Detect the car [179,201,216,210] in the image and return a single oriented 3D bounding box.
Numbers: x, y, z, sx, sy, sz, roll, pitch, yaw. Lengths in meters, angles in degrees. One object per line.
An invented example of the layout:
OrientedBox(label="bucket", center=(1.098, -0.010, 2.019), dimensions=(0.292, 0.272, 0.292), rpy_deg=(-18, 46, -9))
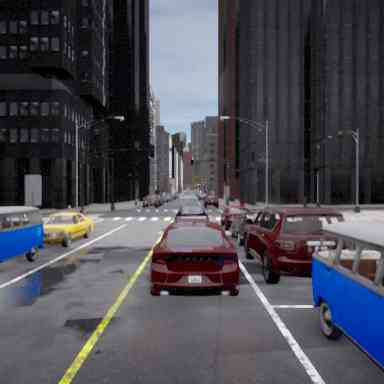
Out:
OrientedBox(label="car", center=(-0.008, 1.485, 19.082), dimensions=(2.128, 1.511, 4.902), rpy_deg=(0, 0, 0))

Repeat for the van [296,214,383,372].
OrientedBox(label="van", center=(2.761, 1.339, 3.957), dimensions=(1.690, 1.788, 3.998), rpy_deg=(0, 0, 0))

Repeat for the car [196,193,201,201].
OrientedBox(label="car", center=(2.710, 1.597, 87.081), dimensions=(1.887, 1.381, 4.507), rpy_deg=(0, 0, 0))

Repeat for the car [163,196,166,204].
OrientedBox(label="car", center=(-5.797, 1.317, 53.223), dimensions=(2.192, 1.841, 5.009), rpy_deg=(0, 0, 0))

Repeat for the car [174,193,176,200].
OrientedBox(label="car", center=(-5.816, 1.578, 86.913), dimensions=(1.752, 1.417, 4.829), rpy_deg=(0, 0, 0))

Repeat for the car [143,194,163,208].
OrientedBox(label="car", center=(-5.793, 1.313, 47.580), dimensions=(2.192, 1.841, 5.009), rpy_deg=(0, 0, 0))

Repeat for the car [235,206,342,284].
OrientedBox(label="car", center=(2.756, 1.310, 9.483), dimensions=(2.192, 1.841, 5.009), rpy_deg=(0, 0, 0))

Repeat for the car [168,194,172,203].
OrientedBox(label="car", center=(-5.806, 1.586, 70.153), dimensions=(1.947, 1.339, 4.313), rpy_deg=(0, 0, 0))

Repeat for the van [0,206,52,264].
OrientedBox(label="van", center=(-5.773, 1.337, 9.491), dimensions=(1.690, 1.788, 3.998), rpy_deg=(0, 0, 0))

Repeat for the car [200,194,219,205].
OrientedBox(label="car", center=(2.732, 1.313, 47.575), dimensions=(2.192, 1.841, 5.009), rpy_deg=(0, 0, 0))

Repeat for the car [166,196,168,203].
OrientedBox(label="car", center=(-5.799, 1.572, 58.866), dimensions=(1.947, 1.339, 4.313), rpy_deg=(0, 0, 0))

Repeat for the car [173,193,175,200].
OrientedBox(label="car", center=(-5.812, 1.586, 81.439), dimensions=(1.887, 1.381, 4.507), rpy_deg=(0, 0, 0))

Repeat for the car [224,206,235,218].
OrientedBox(label="car", center=(2.753, 1.545, 15.009), dimensions=(2.008, 1.369, 4.403), rpy_deg=(0, 0, 0))

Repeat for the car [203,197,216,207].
OrientedBox(label="car", center=(2.729, 1.567, 53.219), dimensions=(1.947, 1.339, 4.313), rpy_deg=(0, 0, 0))

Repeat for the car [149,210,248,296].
OrientedBox(label="car", center=(0.063, 1.474, 8.673), dimensions=(1.882, 1.535, 5.008), rpy_deg=(0, 0, 0))

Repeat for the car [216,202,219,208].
OrientedBox(label="car", center=(2.748, 1.538, 20.534), dimensions=(1.887, 1.381, 4.507), rpy_deg=(0, 0, 0))

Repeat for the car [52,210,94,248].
OrientedBox(label="car", center=(-5.775, 1.519, 14.845), dimensions=(1.752, 1.417, 4.829), rpy_deg=(0, 0, 0))
